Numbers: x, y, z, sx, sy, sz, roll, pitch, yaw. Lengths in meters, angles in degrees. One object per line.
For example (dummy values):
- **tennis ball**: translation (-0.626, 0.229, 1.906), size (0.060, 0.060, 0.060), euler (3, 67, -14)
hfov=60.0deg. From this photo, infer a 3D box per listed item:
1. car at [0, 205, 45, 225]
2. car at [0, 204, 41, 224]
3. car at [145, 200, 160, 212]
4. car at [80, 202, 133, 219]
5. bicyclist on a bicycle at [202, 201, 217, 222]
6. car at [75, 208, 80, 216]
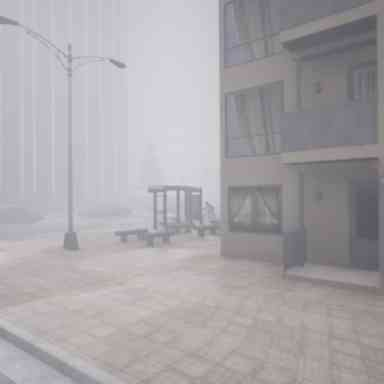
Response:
- **car**: translation (-14.258, 1.894, 25.665), size (2.033, 1.411, 5.357), euler (-1, -1, 38)
- **car**: translation (-16.065, 1.889, 29.026), size (1.837, 1.490, 4.892), euler (-1, -1, 38)
- **car**: translation (-3.752, 1.621, 44.546), size (2.150, 2.045, 5.566), euler (-1, -1, 39)
- **car**: translation (-8.308, 1.955, 33.186), size (1.895, 1.301, 4.718), euler (-1, -1, 38)
- **bicyclist on a bicycle**: translation (1.232, 1.530, 25.941), size (1.656, 1.620, 0.582), euler (-1, -1, 38)
- **car**: translation (-10.336, 1.883, 36.261), size (2.128, 1.511, 4.902), euler (-1, -1, 38)
